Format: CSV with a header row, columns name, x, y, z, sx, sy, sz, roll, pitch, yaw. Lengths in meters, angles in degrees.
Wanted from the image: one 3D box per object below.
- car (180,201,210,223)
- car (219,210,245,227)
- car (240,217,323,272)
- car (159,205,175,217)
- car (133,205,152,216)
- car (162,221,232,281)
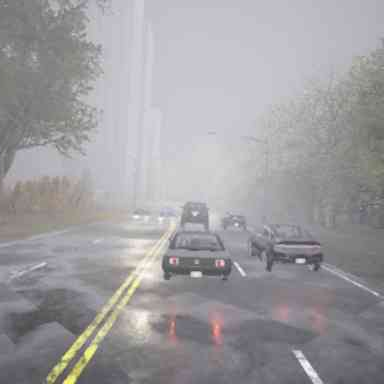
name,x,y,z,sx,sy,sz,roll,pitch,yaw
car,0.227,1.790,26.872,2.150,2.045,5.566,4,-1,0
car,3.443,2.315,28.070,1.837,1.490,4.892,4,-1,0
car,3.377,1.971,12.742,2.128,1.511,4.902,1,-1,0
car,-3.234,2.483,43.703,1.812,1.442,4.674,2,-1,0
car,-6.482,2.390,43.811,1.994,1.385,4.181,2,-1,0
car,0.132,1.918,10.960,1.895,1.301,4.718,2,-1,0
